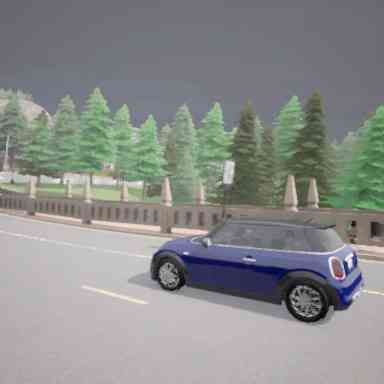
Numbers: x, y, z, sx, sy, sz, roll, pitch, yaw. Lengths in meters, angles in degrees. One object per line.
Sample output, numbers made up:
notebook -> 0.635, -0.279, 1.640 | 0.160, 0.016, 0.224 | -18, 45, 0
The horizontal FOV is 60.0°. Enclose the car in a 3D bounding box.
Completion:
car -> 1.217, 1.345, 7.423 | 4.553, 1.767, 2.097 | 0, 0, 35
